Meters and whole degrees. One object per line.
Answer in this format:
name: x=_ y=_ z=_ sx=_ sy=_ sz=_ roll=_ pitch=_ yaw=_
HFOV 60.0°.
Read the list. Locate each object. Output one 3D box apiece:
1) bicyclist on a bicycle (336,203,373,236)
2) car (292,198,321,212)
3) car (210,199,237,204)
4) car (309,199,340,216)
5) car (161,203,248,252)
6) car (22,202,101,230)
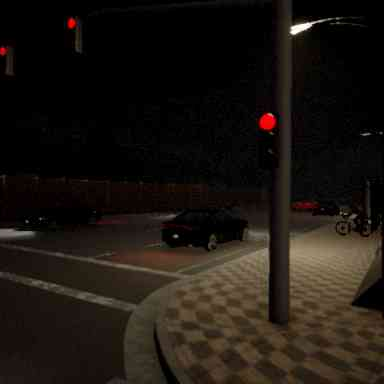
bicyclist on a bicycle: x=8.008 y=1.352 z=16.461 sx=1.656 sy=1.620 sz=0.582 roll=0 pitch=0 yaw=33
car: x=14.069 y=1.501 z=41.287 sx=2.097 sy=1.767 sz=4.553 roll=0 pitch=0 yaw=33
car: x=3.486 y=1.534 z=38.028 sx=2.128 sy=1.511 sz=4.902 roll=0 pitch=0 yaw=33
car: x=14.042 y=1.702 z=34.681 sx=1.994 sy=1.385 sz=4.181 roll=0 pitch=0 yaw=33
car: x=0.735 y=1.455 z=14.073 sx=1.882 sy=1.535 sz=5.008 roll=0 pitch=0 yaw=32
car: x=-7.834 y=1.411 z=20.455 sx=1.837 sy=1.490 sz=4.892 roll=0 pitch=0 yaw=33
